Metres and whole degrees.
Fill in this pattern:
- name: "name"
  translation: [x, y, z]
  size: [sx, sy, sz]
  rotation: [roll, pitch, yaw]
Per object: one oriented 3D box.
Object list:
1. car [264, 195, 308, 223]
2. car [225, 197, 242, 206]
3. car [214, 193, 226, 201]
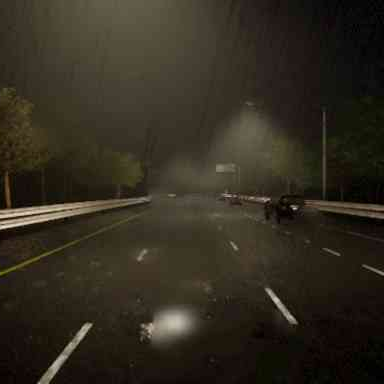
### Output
- name: "car"
  translation: [7.029, 1.226, 25.337]
  size: [2.150, 2.045, 5.566]
  rotation: [0, 0, 0]
- name: "car"
  translation: [7.158, 1.574, 55.645]
  size: [2.033, 1.411, 5.357]
  rotation: [0, 0, 0]
- name: "car"
  translation: [7.357, 1.582, 82.806]
  size: [2.033, 1.411, 5.357]
  rotation: [0, 0, 1]
